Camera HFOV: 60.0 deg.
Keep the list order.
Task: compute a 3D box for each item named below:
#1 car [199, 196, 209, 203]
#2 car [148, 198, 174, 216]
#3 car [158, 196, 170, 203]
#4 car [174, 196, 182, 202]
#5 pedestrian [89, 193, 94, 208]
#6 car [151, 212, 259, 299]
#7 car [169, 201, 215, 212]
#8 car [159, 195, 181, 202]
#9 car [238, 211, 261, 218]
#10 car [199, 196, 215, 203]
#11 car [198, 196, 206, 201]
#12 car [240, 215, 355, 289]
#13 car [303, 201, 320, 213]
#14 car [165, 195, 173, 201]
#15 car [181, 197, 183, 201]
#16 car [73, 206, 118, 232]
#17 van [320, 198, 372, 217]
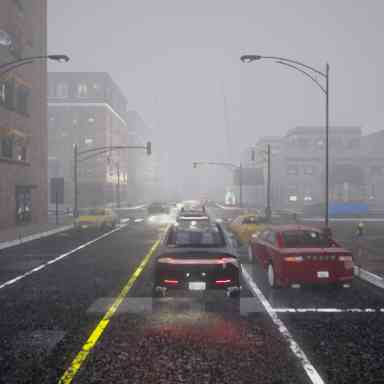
[{"bbox_3d":[2.529,1.600,69.959,2.008,1.369,4.403,0,0,0],"label":"car"},{"bbox_3d":[-3.169,1.585,32.672,1.994,1.385,4.181,0,0,0],"label":"car"},{"bbox_3d":[-5.851,1.600,69.928,2.008,1.369,4.403,0,0,0],"label":"car"},{"bbox_3d":[-3.171,1.583,76.508,1.812,1.442,4.674,0,0,0],"label":"car"},{"bbox_3d":[-12.725,1.083,42.248,0.375,1.860,0.375,0,0,-1],"label":"pedestrian"},{"bbox_3d":[0.084,1.491,8.459,2.128,1.511,4.902,0,0,0],"label":"car"},{"bbox_3d":[0.060,1.494,18.828,2.128,1.511,4.902,0,0,0],"label":"car"},{"bbox_3d":[-3.223,1.513,49.471,2.128,1.511,4.902,0,0,1],"label":"car"},{"bbox_3d":[2.652,1.527,14.870,1.752,1.417,4.829,0,0,0],"label":"car"},{"bbox_3d":[2.566,1.466,52.869,1.967,1.590,4.097,0,0,0],"label":"car"},{"bbox_3d":[2.491,1.629,87.049,2.008,1.369,4.403,-1,0,0],"label":"car"},{"bbox_3d":[2.665,1.545,9.003,1.887,1.381,4.507,0,0,0],"label":"car"},{"bbox_3d":[14.582,1.599,36.979,4.181,1.385,1.994,0,0,-1],"label":"car"},{"bbox_3d":[-5.890,1.603,86.848,1.752,1.417,4.829,0,0,0],"label":"car"},{"bbox_3d":[-3.184,1.534,65.281,2.128,1.511,4.902,0,0,0],"label":"car"},{"bbox_3d":[-5.741,1.529,20.213,1.752,1.417,4.829,0,0,0],"label":"car"},{"bbox_3d":[14.589,1.415,31.190,3.998,1.788,1.690,0,0,-1],"label":"van"}]
